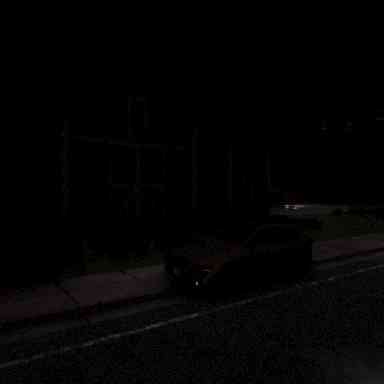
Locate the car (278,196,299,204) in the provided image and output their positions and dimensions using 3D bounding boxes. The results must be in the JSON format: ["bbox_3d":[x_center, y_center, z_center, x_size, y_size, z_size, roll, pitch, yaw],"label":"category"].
[{"bbox_3d":[18.528,1.539,64.124,1.837,1.490,4.892,0,0,-10],"label":"car"}]

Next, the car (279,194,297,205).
[{"bbox_3d":[16.111,1.331,58.494,2.150,2.045,5.566,0,0,-13],"label":"car"}]

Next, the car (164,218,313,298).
[{"bbox_3d":[1.341,1.451,8.476,4.193,1.474,1.816,0,6,-38],"label":"car"}]
